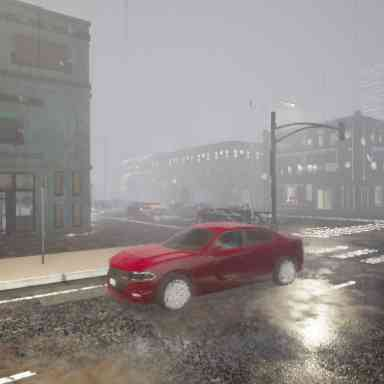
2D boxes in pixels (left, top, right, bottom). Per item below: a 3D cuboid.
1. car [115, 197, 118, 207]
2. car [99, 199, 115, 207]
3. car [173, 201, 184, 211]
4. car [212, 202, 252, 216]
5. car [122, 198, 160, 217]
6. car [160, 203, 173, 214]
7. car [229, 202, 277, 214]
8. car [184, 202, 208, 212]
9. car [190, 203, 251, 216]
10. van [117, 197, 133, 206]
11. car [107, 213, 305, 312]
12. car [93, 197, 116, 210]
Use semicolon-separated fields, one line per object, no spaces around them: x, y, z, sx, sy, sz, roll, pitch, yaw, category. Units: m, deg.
-14.501;1.939;64.305;2.192;1.841;5.009;-1;0;-35;car
-17.635;2.227;68.864;1.887;1.381;4.507;-1;0;-35;car
-1.937;1.965;46.071;1.802;1.307;4.206;-1;0;-35;car
4.341;1.809;36.953;2.008;1.369;4.403;-2;0;-35;car
-5.702;1.846;36.757;1.967;1.590;4.097;-1;0;-35;car
-4.620;1.878;39.779;1.882;1.535;5.008;-1;0;-34;car
4.579;1.706;26.420;2.128;1.511;4.902;-1;0;-34;car
1.202;1.903;41.512;1.802;1.307;4.206;-1;0;-35;car
2.071;1.814;25.260;1.947;1.339;4.313;-1;0;-35;car
-11.361;1.906;59.747;1.690;1.788;3.998;-1;0;-35;van
0.531;1.477;7.856;5.008;1.535;1.882;0;0;-34;car
-14.684;2.078;54.557;1.882;1.535;5.008;-1;0;-34;car
